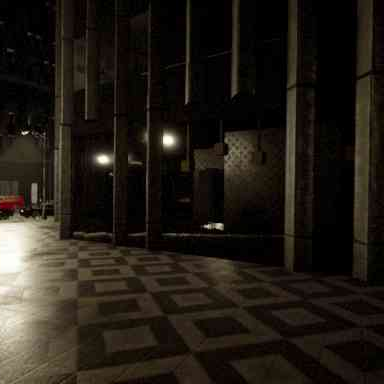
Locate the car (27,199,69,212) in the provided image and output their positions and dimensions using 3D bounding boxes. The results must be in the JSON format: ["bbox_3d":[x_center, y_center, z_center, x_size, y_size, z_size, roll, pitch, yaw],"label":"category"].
[{"bbox_3d":[-17.566,1.629,40.761,1.947,1.339,4.313,1,0,35],"label":"car"}]

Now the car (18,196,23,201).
[{"bbox_3d":[-20.819,1.349,36.152,2.192,1.841,5.009,1,0,35],"label":"car"}]

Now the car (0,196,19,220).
[{"bbox_3d":[-17.118,1.459,26.616,2.192,1.841,5.009,1,0,35],"label":"car"}]

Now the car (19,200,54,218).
[{"bbox_3d":[-13.865,1.738,31.226,1.947,1.339,4.313,1,0,35],"label":"car"}]
